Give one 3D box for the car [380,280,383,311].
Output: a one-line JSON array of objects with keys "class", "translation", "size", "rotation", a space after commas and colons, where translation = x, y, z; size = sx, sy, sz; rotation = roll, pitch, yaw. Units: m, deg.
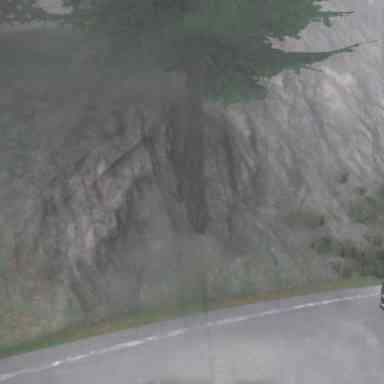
[{"class": "car", "translation": [5.655, 1.596, 5.971], "size": [4.902, 1.511, 2.128], "rotation": [2, 0, -22]}]
